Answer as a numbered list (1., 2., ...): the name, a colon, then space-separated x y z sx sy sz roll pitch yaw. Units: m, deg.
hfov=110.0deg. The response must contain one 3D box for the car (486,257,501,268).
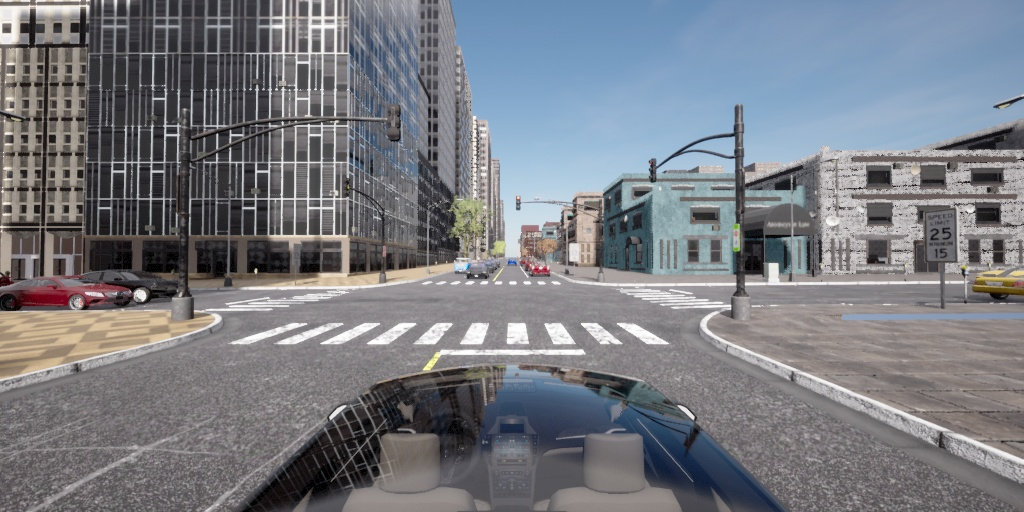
1. car: -3.077 1.306 52.181 2.033 1.411 5.357 0 0 0

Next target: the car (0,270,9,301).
1. car: -27.385 1.465 16.716 4.902 1.511 2.128 -1 -1 1

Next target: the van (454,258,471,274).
1. van: -5.675 1.098 41.481 1.690 1.789 3.998 0 0 0

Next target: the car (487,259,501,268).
1. car: -3.034 1.251 62.310 2.128 1.511 4.902 0 0 0

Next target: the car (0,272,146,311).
1. car: -17.414 1.413 14.011 4.207 1.307 1.802 0 0 1

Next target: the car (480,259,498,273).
1. car: -3.084 1.321 42.337 1.994 1.385 4.181 0 0 0

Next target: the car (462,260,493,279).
1. car: -3.073 1.304 33.034 2.033 1.411 5.357 0 0 -1

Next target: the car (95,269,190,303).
1. car: -17.888 1.360 16.623 5.008 1.535 1.882 -1 -1 0

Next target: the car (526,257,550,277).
1. car: 2.704 1.196 35.843 1.967 1.591 4.097 0 0 0

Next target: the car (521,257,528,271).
1. car: 2.709 1.073 47.191 2.192 1.841 5.009 0 0 0

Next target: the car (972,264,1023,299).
1. car: 20.694 0.995 13.631 4.829 1.417 1.751 0 0 1

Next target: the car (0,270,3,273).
1. car: -23.097 1.326 14.067 4.097 1.591 1.967 0 0 1
